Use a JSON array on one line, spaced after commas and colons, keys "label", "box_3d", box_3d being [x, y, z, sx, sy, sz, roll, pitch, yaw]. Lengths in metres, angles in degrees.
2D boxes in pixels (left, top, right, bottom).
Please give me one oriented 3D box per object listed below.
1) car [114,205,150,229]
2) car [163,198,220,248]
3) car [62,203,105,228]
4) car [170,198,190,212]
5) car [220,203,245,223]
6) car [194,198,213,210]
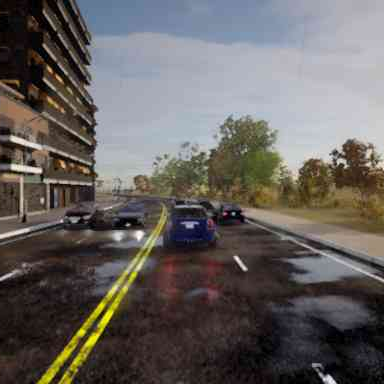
[{"label": "car", "box_3d": [-3.866, 1.551, 22.211, 2.033, 1.411, 5.357, 0, 0, -3]}, {"label": "car", "box_3d": [-0.147, 1.348, 15.002, 2.097, 1.767, 4.553, 0, 0, -2]}, {"label": "car", "box_3d": [-7.132, 1.507, 22.337, 2.128, 1.511, 4.902, 0, 0, -3]}, {"label": "car", "box_3d": [-1.526, 1.469, 39.866, 2.128, 1.511, 4.902, 0, 0, -5]}, {"label": "car", "box_3d": [2.706, 1.525, 25.249, 2.033, 1.411, 5.357, 0, 0, -3]}, {"label": "car", "box_3d": [1.454, 1.529, 42.526, 1.994, 1.385, 4.181, 0, 0, -5]}]
